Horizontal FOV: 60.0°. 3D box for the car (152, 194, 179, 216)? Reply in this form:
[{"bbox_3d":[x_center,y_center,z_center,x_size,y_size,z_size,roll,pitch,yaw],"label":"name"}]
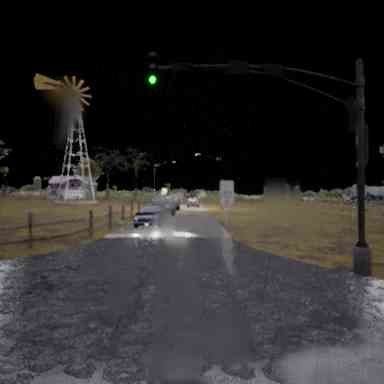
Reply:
[{"bbox_3d":[-2.692,1.281,33.009,2.150,2.045,5.566,0,0,-1],"label":"car"}]

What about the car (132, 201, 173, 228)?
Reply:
[{"bbox_3d":[-2.700,1.579,22.672,2.033,1.411,5.357,0,0,1],"label":"car"}]

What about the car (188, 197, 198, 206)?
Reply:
[{"bbox_3d":[0.165,1.711,61.804,1.812,1.442,4.674,0,0,0],"label":"car"}]

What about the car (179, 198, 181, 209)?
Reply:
[{"bbox_3d":[-2.669,1.320,43.792,2.150,2.045,5.566,0,0,1],"label":"car"}]

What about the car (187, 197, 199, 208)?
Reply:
[{"bbox_3d":[0.157,1.679,51.331,2.033,1.411,5.357,0,0,0],"label":"car"}]
